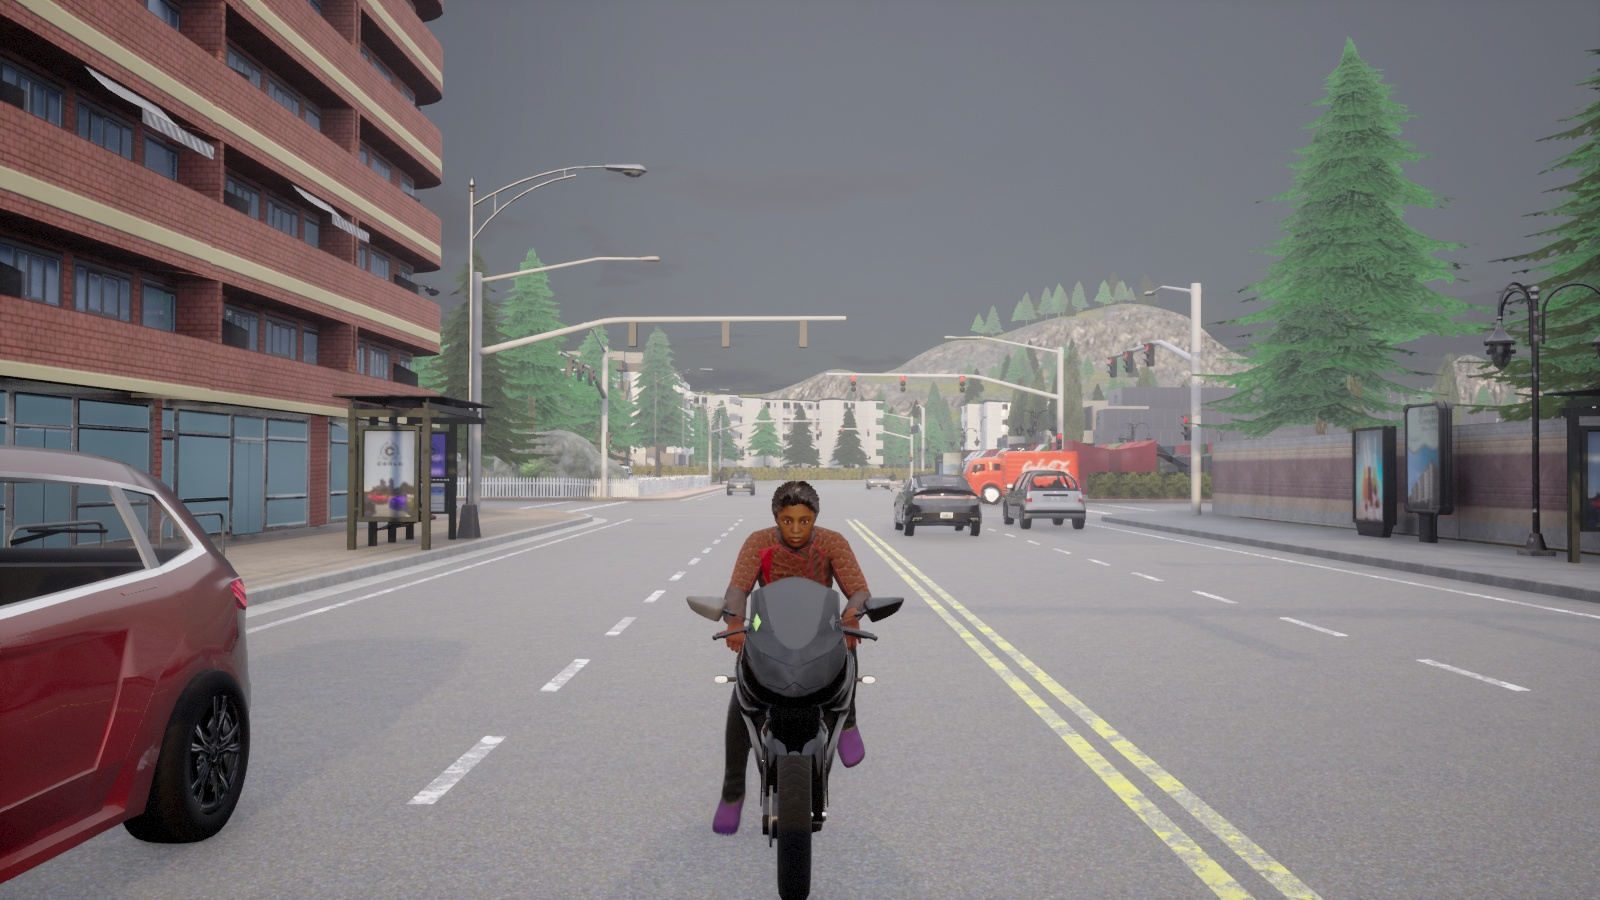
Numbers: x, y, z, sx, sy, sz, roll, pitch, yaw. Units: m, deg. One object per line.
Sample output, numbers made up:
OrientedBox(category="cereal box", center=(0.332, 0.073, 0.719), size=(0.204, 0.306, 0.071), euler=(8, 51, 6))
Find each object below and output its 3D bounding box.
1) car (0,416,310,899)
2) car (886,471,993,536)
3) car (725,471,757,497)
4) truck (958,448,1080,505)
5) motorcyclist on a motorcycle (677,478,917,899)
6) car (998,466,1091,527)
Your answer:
OrientedBox(category="car", center=(-3.511, 0.737, 3.845), size=(2.242, 1.667, 4.611), euler=(0, -1, 0))
OrientedBox(category="car", center=(3.423, 1.288, 31.691), size=(2.128, 1.511, 4.902), euler=(0, -1, 0))
OrientedBox(category="car", center=(-3.691, 2.131, 79.001), size=(1.789, 1.549, 3.705), euler=(0, -1, 0))
OrientedBox(category="truck", center=(10.175, 1.234, 58.773), size=(5.204, 2.467, 2.627), euler=(-1, -1, -1))
OrientedBox(category="motorcyclist on a motorcycle", center=(-0.013, 0.884, 5.210), size=(0.797, 1.523, 2.044), euler=(0, -1, 0))
OrientedBox(category="car", center=(6.913, 1.286, 35.846), size=(1.851, 1.617, 3.988), euler=(0, -1, 0))
